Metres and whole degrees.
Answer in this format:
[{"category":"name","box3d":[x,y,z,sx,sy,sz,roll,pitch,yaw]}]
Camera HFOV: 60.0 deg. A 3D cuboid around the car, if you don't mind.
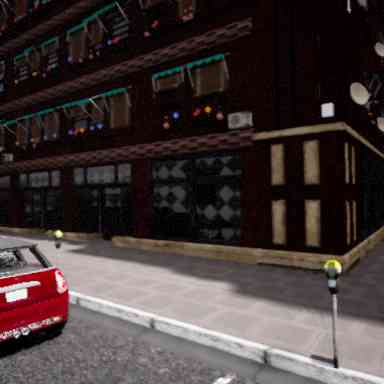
[{"category":"car","box3d":[-4.006,1.466,5.746,4.097,1.590,1.967,0,-1,35]}]
